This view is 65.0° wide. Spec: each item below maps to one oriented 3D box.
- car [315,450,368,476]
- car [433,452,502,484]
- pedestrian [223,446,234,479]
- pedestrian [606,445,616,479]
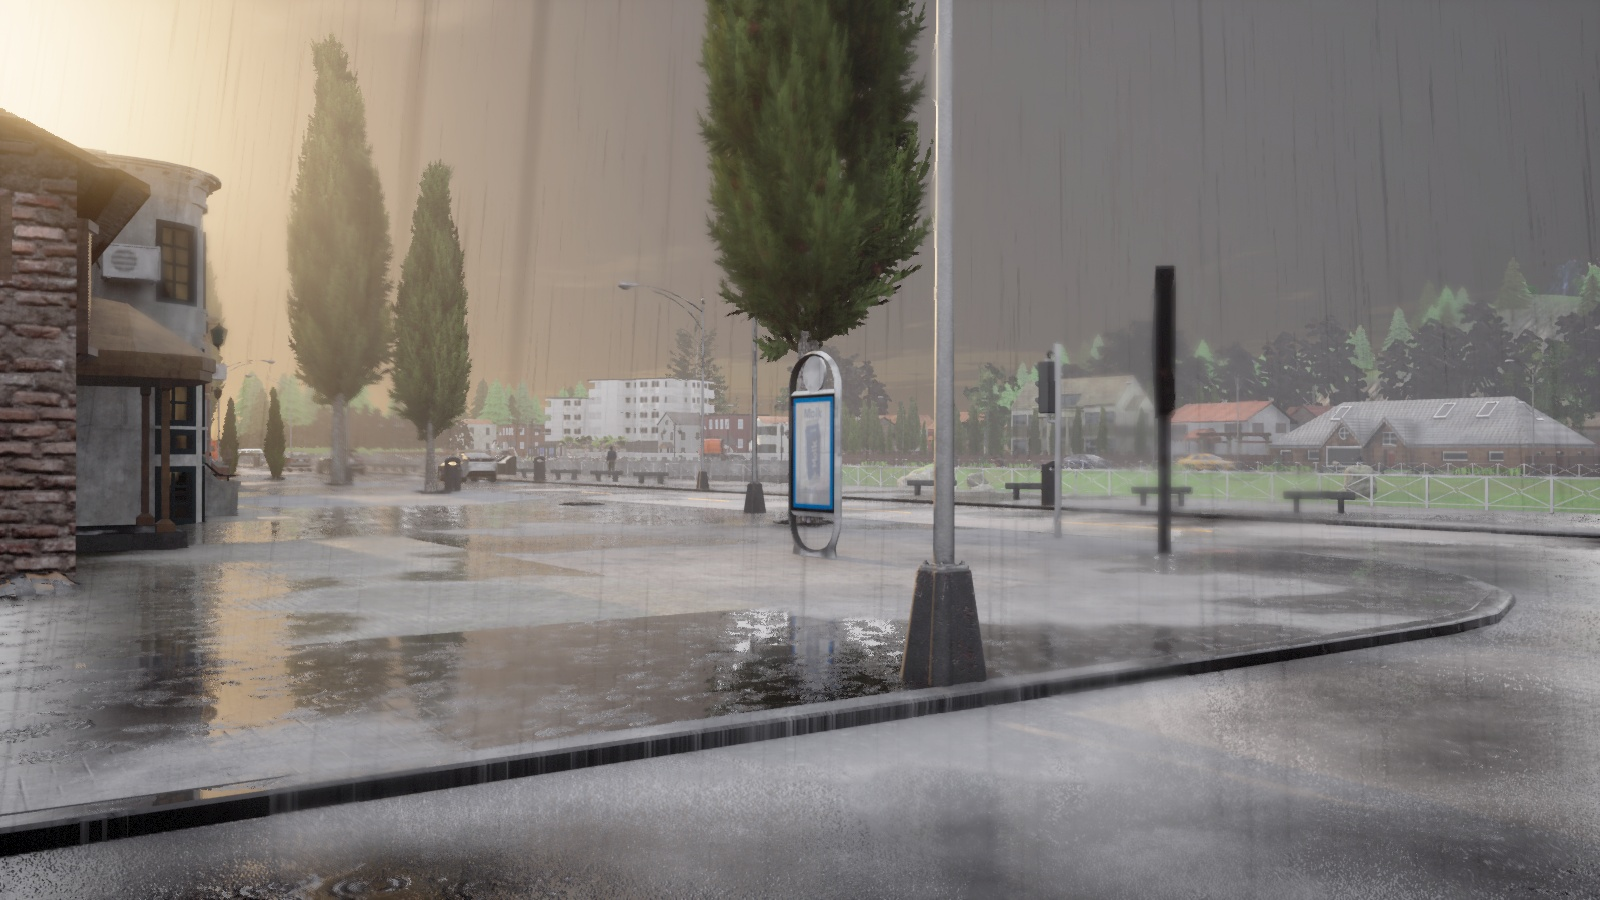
[{"bbox_3d":[-30.521,0.858,83.478,2.242,1.667,4.611,0,0,-34],"label":"car"},{"bbox_3d":[-16.902,0.883,63.666,2.007,1.525,4.514,0,0,-34],"label":"car"},{"bbox_3d":[-31.455,0.690,69.081,0.331,1.846,0.634,0,0,-2],"label":"pedestrian"},{"bbox_3d":[-10.293,0.644,68.286,0.370,1.835,0.726,0,0,-21],"label":"pedestrian"}]
